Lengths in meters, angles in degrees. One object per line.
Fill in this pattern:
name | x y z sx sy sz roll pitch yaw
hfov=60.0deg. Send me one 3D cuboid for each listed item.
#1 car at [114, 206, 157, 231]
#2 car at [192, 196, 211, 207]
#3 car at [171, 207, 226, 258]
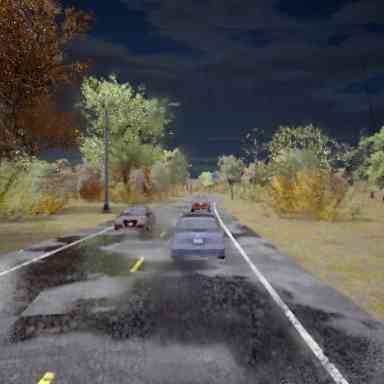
car | -3.299 1.528 20.005 1.994 1.385 4.181 0 0 2
car | 1.074 1.286 38.013 2.097 1.767 4.553 0 0 3
car | 0.231 1.528 12.575 2.033 1.411 5.357 0 0 1
